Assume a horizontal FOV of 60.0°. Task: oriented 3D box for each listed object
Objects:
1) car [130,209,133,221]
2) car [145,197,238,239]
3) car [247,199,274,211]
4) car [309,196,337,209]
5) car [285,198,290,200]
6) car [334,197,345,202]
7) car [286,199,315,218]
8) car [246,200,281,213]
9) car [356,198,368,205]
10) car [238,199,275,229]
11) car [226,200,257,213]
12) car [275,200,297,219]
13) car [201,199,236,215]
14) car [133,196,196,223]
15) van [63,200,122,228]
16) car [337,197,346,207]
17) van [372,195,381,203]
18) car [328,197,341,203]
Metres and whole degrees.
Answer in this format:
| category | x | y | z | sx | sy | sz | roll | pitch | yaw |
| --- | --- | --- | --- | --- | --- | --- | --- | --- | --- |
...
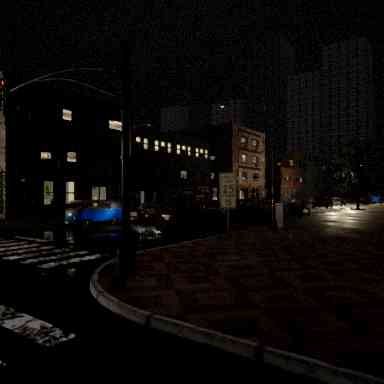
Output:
| category | x | y | z | sx | sy | sz | roll | pitch | yaw |
| --- | --- | --- | --- | --- | --- | --- | --- | --- | --- |
| car | -3.470 | 1.531 | 27.109 | 1.967 | 1.590 | 4.097 | -1 | -1 | 35 |
| car | 0.177 | 1.350 | 17.761 | 2.192 | 1.841 | 5.009 | -1 | -1 | 35 |
| car | 9.300 | 1.723 | 45.141 | 2.008 | 1.369 | 4.403 | -1 | -1 | 35 |
| car | 19.522 | 1.537 | 49.550 | 2.097 | 1.767 | 4.553 | 0 | 0 | 35 |
| car | 15.586 | 1.742 | 54.018 | 1.752 | 1.417 | 4.829 | -1 | -1 | 35 |
| car | 38.031 | 1.936 | 85.715 | 1.887 | 1.381 | 4.507 | -1 | -1 | 35 |
| car | 9.756 | 1.657 | 31.284 | 1.947 | 1.339 | 4.313 | -1 | -1 | 35 |
| car | 8.605 | 1.689 | 39.649 | 2.033 | 1.411 | 5.357 | 0 | 0 | 35 |
| car | 32.103 | 1.801 | 62.841 | 2.008 | 1.369 | 4.403 | -1 | -1 | 35 |
| car | 3.370 | 1.368 | 22.269 | 2.192 | 1.841 | 5.009 | -1 | -1 | 35 |
| car | 6.107 | 1.701 | 40.632 | 2.008 | 1.369 | 4.403 | -1 | -1 | 35 |
| car | 6.564 | 1.616 | 26.776 | 1.887 | 1.381 | 4.507 | -1 | -1 | 35 |
| car | 2.915 | 1.570 | 36.126 | 1.967 | 1.590 | 4.097 | -1 | -1 | 35 |
| car | -1.538 | 1.298 | 25.347 | 2.150 | 2.045 | 5.566 | 0 | 0 | 35 |
| van | -6.663 | 1.414 | 22.601 | 1.690 | 1.788 | 3.998 | -1 | 0 | 35 |
| car | 25.392 | 1.829 | 57.840 | 1.895 | 1.301 | 4.718 | 0 | 0 | 36 |
| van | 44.871 | 1.694 | 80.877 | 1.690 | 1.788 | 3.998 | -1 | -1 | 35 |
| car | 34.839 | 1.915 | 81.207 | 2.008 | 1.369 | 4.403 | -1 | -1 | 35 |
